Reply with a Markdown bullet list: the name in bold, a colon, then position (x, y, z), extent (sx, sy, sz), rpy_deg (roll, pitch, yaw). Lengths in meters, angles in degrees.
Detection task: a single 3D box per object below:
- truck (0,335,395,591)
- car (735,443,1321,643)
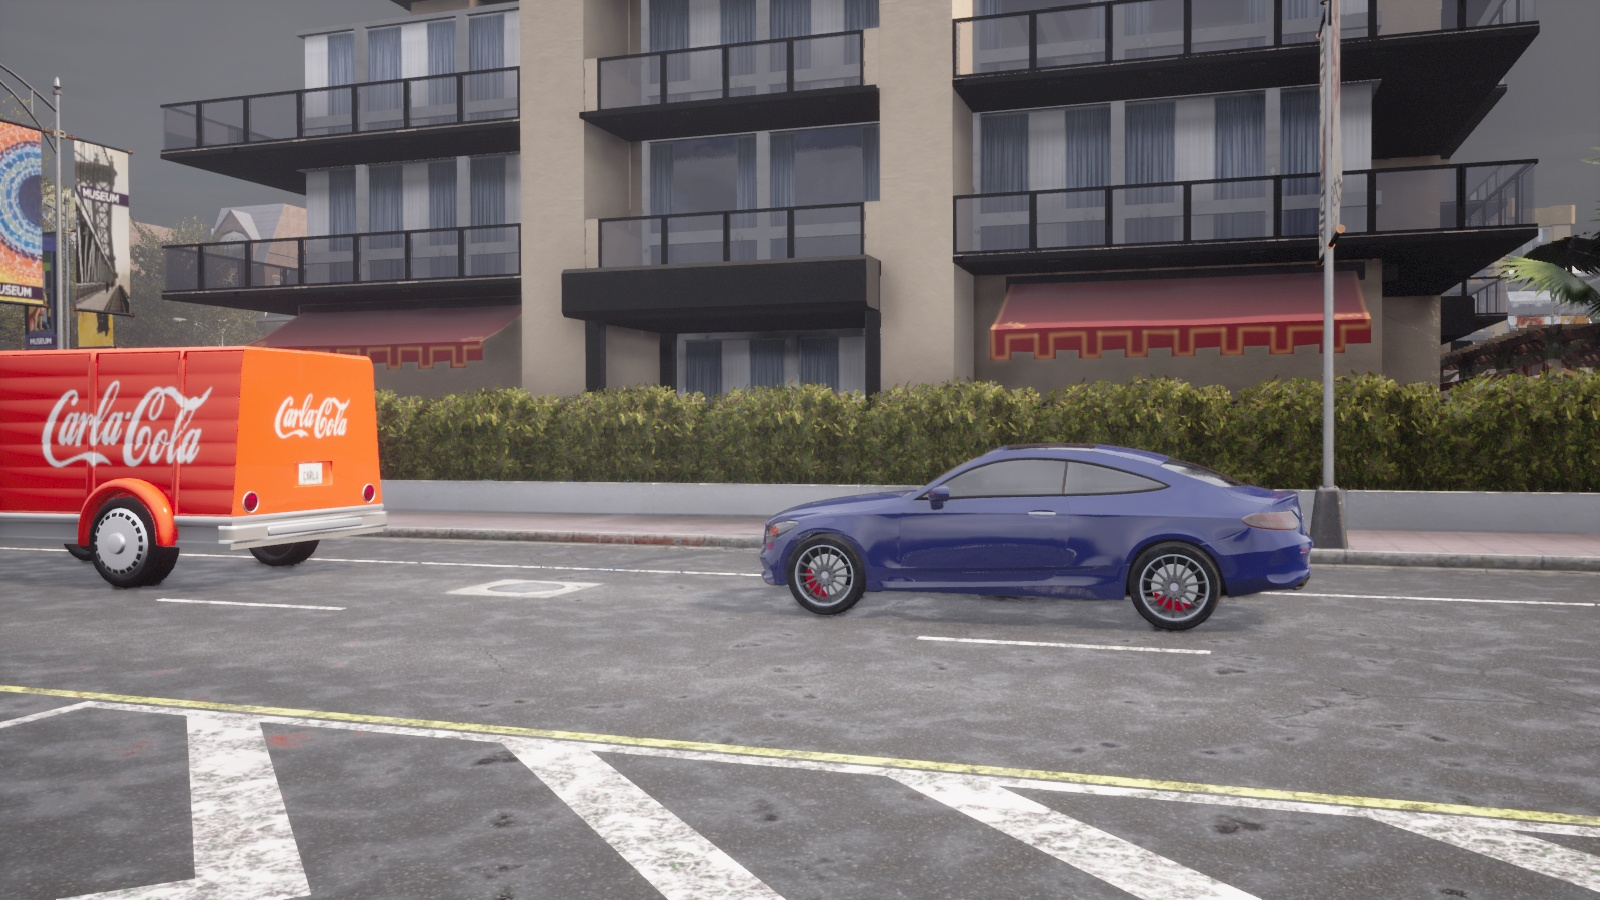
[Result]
- **truck**: position (-7.581, 0.085, 14.149), extent (5.204, 2.467, 2.627), rpy_deg (1, 1, 19)
- **car**: position (1.945, 0.684, 10.949), extent (4.674, 1.442, 1.812), rpy_deg (1, 1, 18)
